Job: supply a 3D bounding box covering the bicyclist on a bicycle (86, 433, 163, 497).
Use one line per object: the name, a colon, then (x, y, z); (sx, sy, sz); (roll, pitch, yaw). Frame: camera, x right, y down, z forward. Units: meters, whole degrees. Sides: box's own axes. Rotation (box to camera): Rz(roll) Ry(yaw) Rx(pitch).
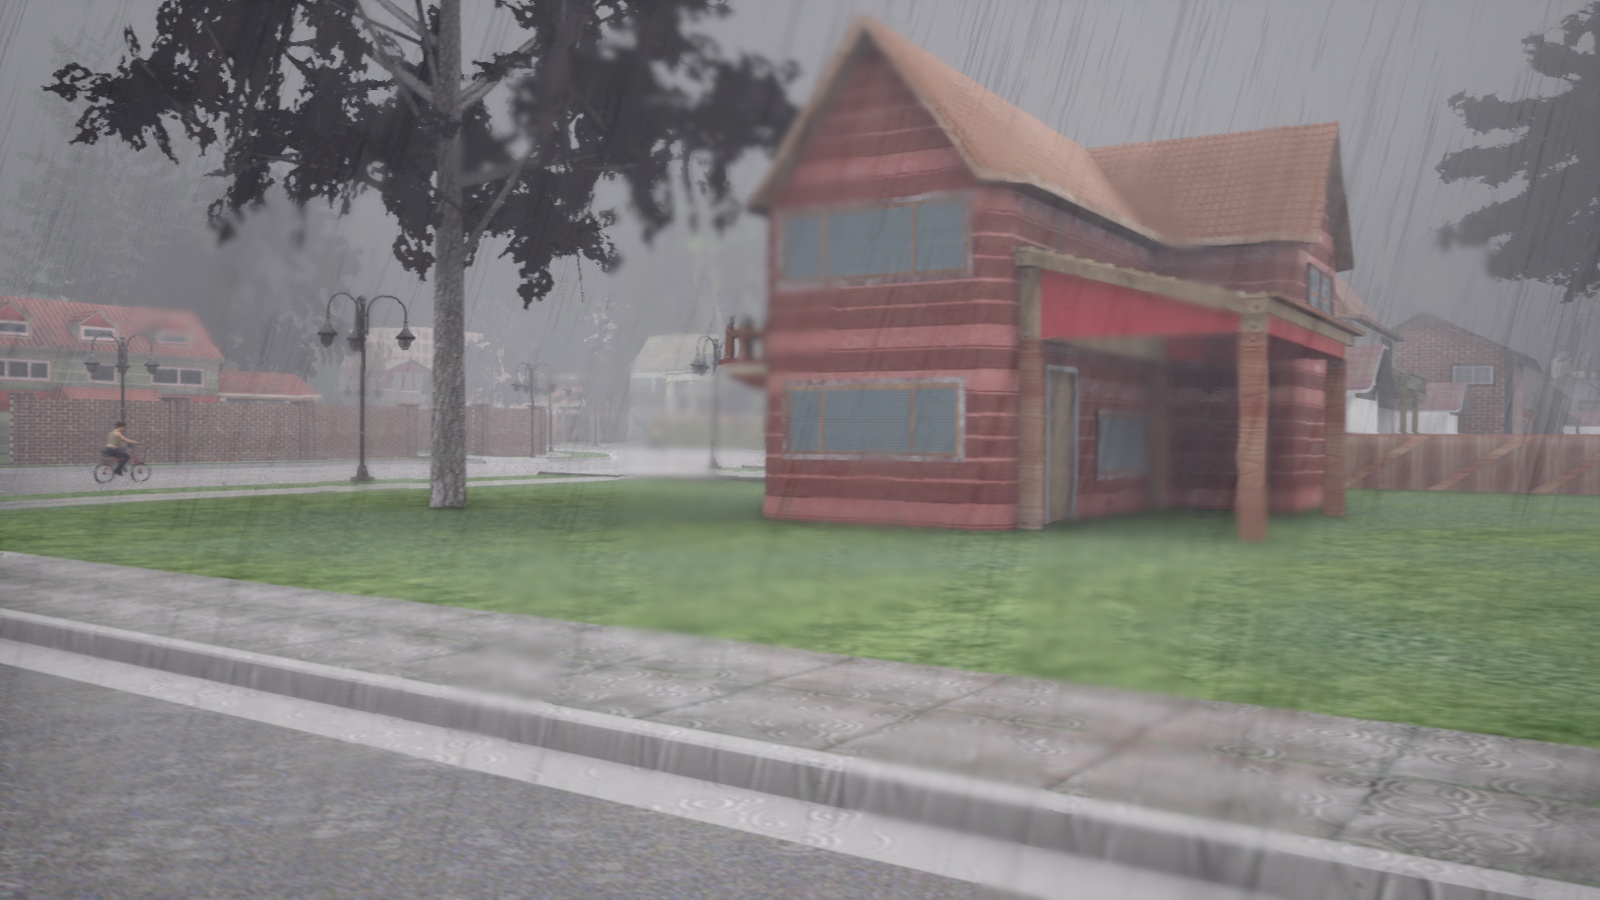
bicyclist on a bicycle: (-17.543, 0.383, 32.654); (0.866, 1.612, 1.509); (0, 1, 32)
